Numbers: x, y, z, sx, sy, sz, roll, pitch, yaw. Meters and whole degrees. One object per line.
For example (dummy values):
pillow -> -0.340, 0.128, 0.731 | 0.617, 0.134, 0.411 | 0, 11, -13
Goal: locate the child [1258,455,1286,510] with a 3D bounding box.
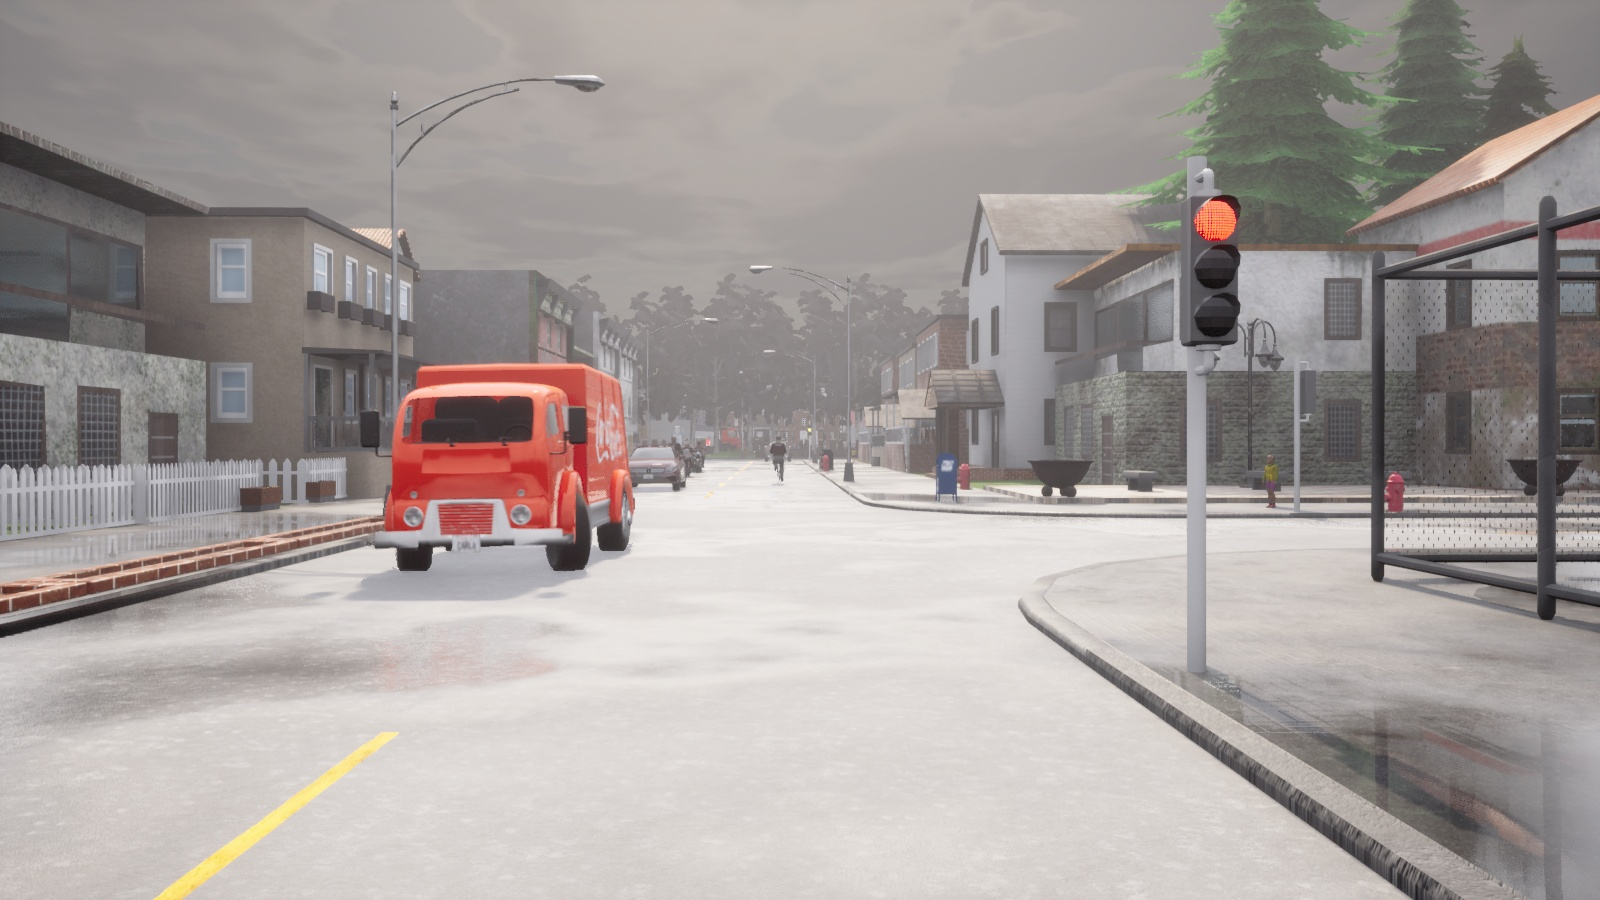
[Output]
child -> 10.032, 0.690, 26.706 | 0.473, 1.160, 0.299 | 0, 0, -21

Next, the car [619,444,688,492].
car -> -4.706, 0.538, 40.827 | 1.812, 1.442, 4.674 | 0, 0, -2

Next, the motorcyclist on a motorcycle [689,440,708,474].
motorcyclist on a motorcycle -> -5.101, 0.336, 63.268 | 0.766, 1.649, 2.350 | 0, 0, -1

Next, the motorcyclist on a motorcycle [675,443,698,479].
motorcyclist on a motorcycle -> -4.953, 0.467, 55.038 | 0.866, 1.530, 2.191 | 0, 0, -1

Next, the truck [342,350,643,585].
truck -> -3.603, 0.165, 16.006 | 2.627, 2.467, 5.204 | -1, 0, -1
